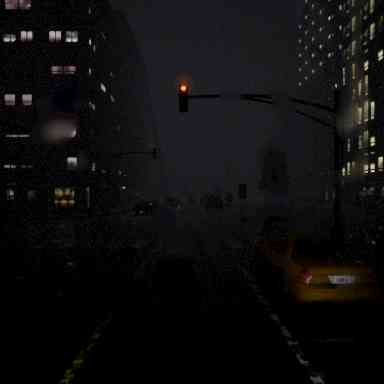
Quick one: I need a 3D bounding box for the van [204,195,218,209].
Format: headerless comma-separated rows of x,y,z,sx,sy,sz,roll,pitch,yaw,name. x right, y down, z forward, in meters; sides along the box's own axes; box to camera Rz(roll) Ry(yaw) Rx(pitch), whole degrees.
2.601,1.364,46.003,1.690,1.788,3.998,0,0,0,van

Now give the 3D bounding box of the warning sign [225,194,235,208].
4.992,1.136,43.738,1.300,1.860,1.060,0,0,0,warning sign

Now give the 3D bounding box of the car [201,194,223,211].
2.611,1.332,40.477,2.192,1.841,5.009,0,0,0,car

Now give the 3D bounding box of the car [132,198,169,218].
-3.993,1.578,30.953,1.994,1.385,4.181,0,0,13,car

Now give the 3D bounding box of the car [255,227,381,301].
2.672,1.526,8.234,1.752,1.417,4.829,0,0,0,car

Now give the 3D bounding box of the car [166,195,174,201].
-5.859,1.625,90.031,1.752,1.417,4.829,0,0,0,car

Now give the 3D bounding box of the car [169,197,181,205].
-3.176,1.649,62.812,1.895,1.301,4.718,0,0,0,car

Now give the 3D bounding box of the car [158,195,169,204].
-5.820,1.497,68.095,1.967,1.590,4.097,0,0,0,car

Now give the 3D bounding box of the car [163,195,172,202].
-5.840,1.517,79.148,1.967,1.590,4.097,0,0,0,car

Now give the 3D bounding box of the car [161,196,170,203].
-5.829,1.649,73.621,1.802,1.307,4.206,0,0,0,car

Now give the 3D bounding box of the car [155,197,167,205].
-5.809,1.592,62.567,1.887,1.381,4.507,0,0,0,car

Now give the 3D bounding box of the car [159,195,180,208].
-3.184,1.503,47.784,1.882,1.535,5.008,0,0,0,car

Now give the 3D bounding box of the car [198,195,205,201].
2.520,1.626,90.386,1.752,1.417,4.829,0,0,0,car

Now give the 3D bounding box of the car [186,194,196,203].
-0.128,1.607,69.248,2.033,1.411,5.357,0,0,0,car

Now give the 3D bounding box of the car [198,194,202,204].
2.570,1.362,62.583,2.192,1.841,5.009,0,0,0,car

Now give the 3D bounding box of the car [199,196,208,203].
2.551,1.612,73.637,1.887,1.381,4.507,0,0,0,car
